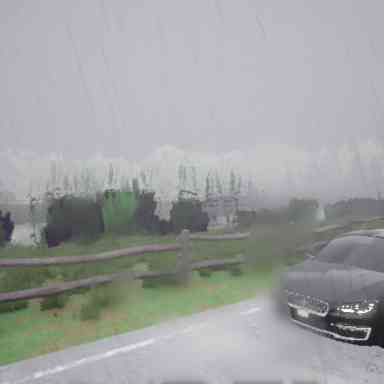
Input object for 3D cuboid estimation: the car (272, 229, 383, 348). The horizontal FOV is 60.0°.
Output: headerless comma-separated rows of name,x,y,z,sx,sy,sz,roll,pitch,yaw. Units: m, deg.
car,3.559,1.520,6.310,4.892,1.490,1.837,0,0,-37
